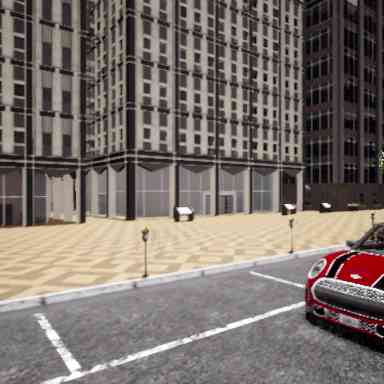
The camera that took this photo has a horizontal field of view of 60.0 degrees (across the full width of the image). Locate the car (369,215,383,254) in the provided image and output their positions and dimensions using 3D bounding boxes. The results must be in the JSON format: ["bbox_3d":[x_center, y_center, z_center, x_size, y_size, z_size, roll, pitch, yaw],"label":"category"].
[{"bbox_3d":[8.961,1.566,12.947,4.313,1.339,1.947,0,0,-35],"label":"car"}]

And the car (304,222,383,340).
[{"bbox_3d":[4.208,1.350,6.309,4.553,1.767,2.097,0,0,-35],"label":"car"}]
